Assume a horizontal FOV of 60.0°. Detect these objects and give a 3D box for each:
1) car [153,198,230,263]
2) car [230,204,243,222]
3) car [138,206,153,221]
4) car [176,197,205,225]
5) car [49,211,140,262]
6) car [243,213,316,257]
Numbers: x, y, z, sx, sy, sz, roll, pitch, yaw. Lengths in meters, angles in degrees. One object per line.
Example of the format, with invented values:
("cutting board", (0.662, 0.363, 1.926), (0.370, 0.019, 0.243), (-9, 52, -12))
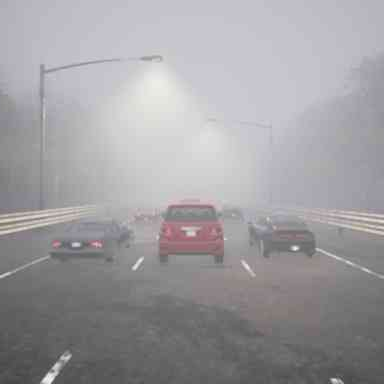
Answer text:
("car", (-0.021, 1.351, 12.686), (2.150, 2.045, 5.566), (0, 0, 0))
("car", (3.360, 1.762, 29.423), (1.882, 1.535, 5.008), (0, 0, 0))
("car", (-3.639, 1.875, 28.364), (1.895, 1.301, 4.718), (0, -1, 0))
("car", (-0.139, 1.493, 27.726), (2.150, 2.045, 5.566), (0, 0, 0))
("car", (-3.521, 1.673, 12.616), (2.033, 1.411, 5.357), (0, -1, 0))
("car", (3.483, 1.642, 13.621), (1.837, 1.490, 4.892), (0, 0, 0))
